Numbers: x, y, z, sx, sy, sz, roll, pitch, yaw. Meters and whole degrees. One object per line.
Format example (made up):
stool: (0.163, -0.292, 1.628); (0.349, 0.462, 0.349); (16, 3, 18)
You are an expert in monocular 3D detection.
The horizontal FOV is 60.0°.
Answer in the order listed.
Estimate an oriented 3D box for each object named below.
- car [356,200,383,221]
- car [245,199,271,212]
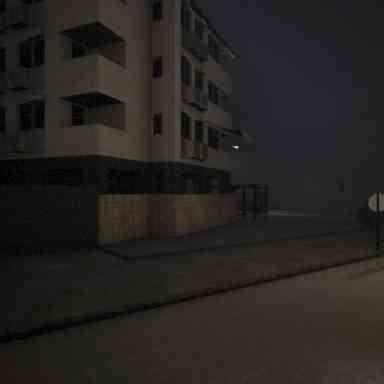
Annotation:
car: (14.932, 1.390, 24.931); (2.097, 1.767, 4.553); (0, 0, -37)
car: (6.470, 1.543, 36.733); (1.837, 1.490, 4.892); (0, 0, -35)
